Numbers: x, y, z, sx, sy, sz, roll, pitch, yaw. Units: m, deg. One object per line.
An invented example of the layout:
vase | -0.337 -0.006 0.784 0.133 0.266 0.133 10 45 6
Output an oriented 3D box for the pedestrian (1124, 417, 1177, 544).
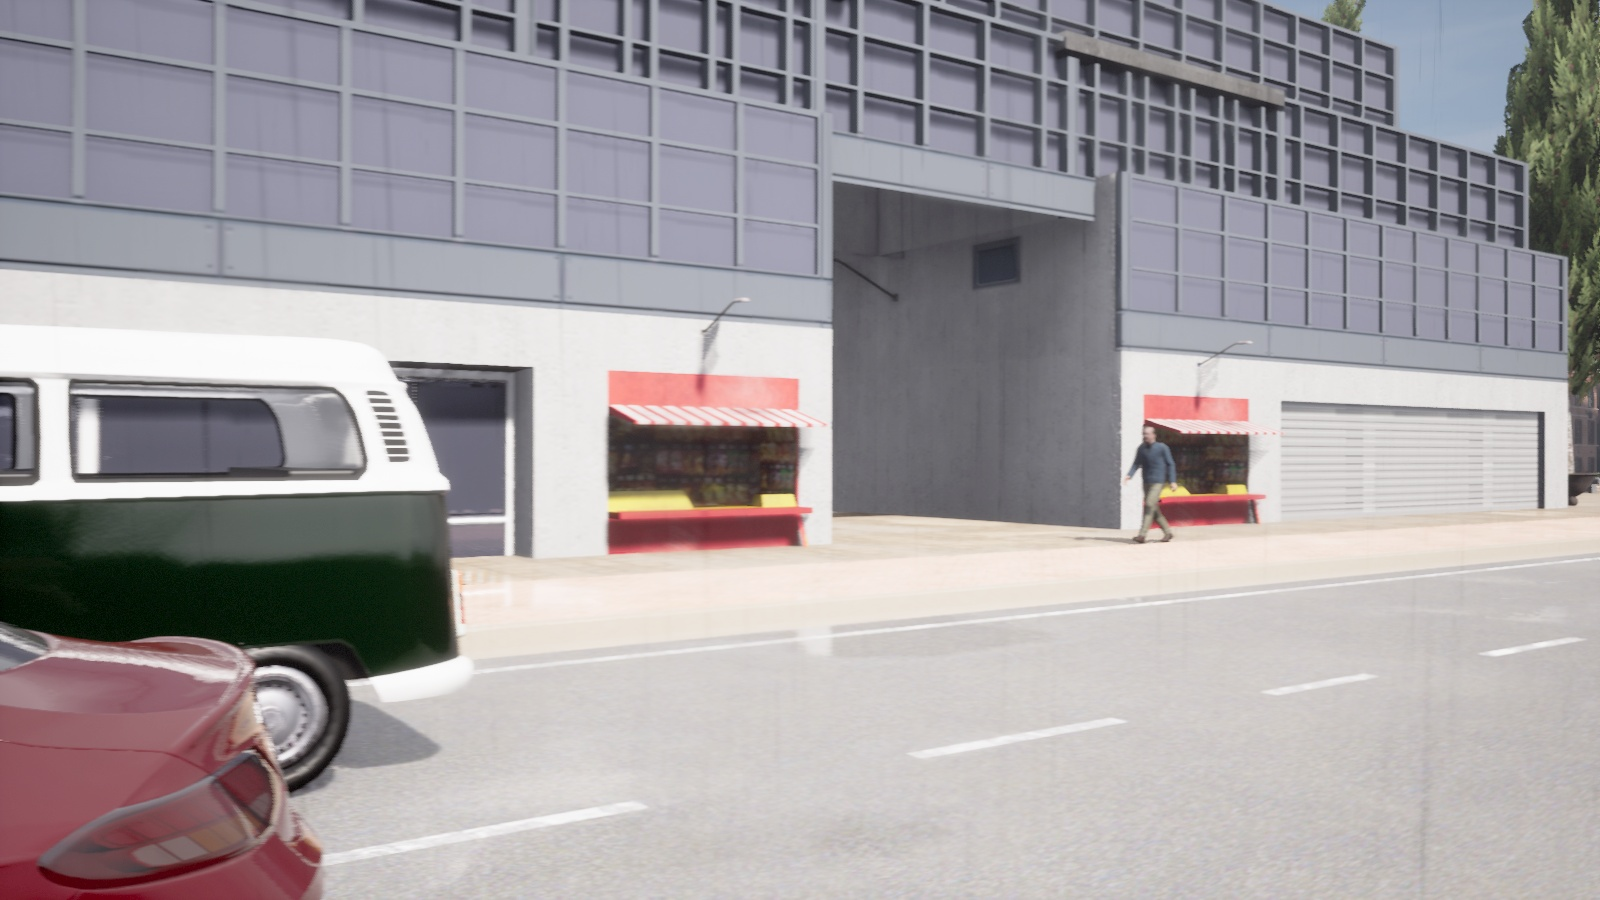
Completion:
pedestrian | 5.194 0.438 18.613 0.726 1.842 0.402 0 0 -37

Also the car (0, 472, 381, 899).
car | -3.127 0.781 1.483 4.674 1.442 1.812 0 0 -35

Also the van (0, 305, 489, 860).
van | -3.840 0.489 5.252 4.480 2.038 2.069 0 0 -35
